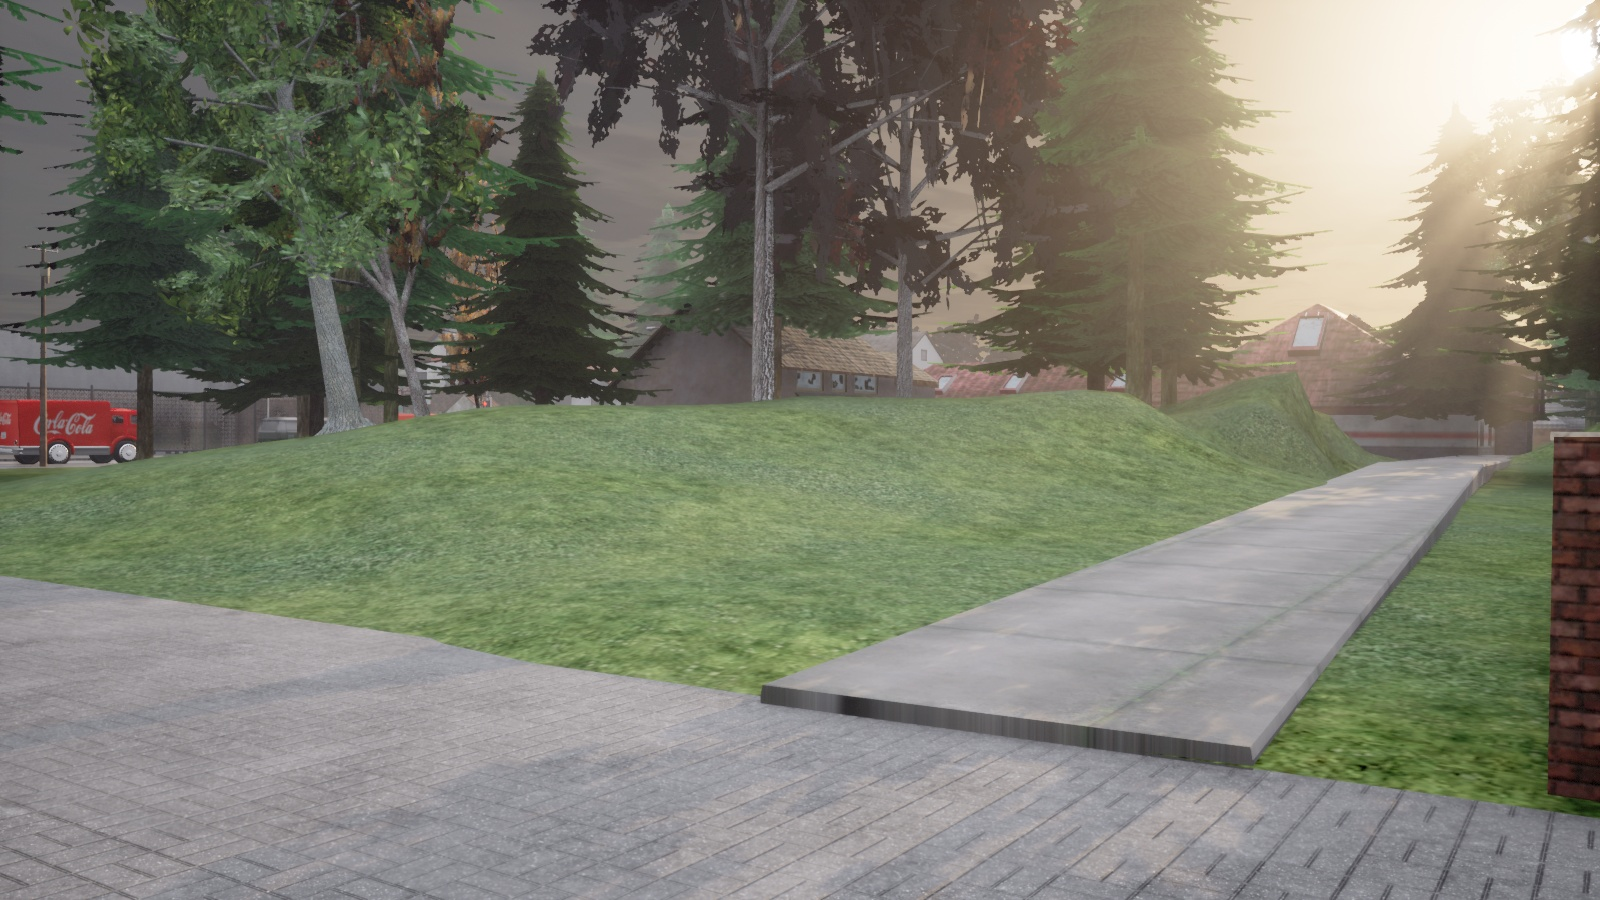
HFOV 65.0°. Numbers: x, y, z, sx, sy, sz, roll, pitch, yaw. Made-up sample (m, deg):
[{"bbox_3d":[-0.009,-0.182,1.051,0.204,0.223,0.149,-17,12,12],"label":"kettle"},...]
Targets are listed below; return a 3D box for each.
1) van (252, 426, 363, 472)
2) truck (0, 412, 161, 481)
[{"bbox_3d":[-22.077,-0.087,56.452,1.775,1.987,4.442,0,1,33],"label":"van"},{"bbox_3d":[-27.698,-0.160,47.996,2.627,2.467,5.204,0,1,34],"label":"truck"}]
